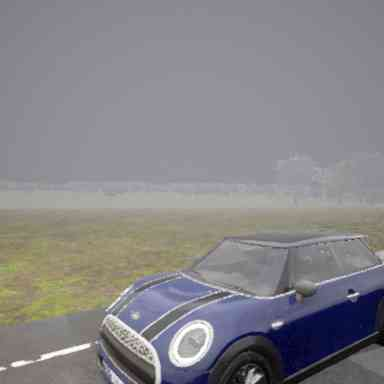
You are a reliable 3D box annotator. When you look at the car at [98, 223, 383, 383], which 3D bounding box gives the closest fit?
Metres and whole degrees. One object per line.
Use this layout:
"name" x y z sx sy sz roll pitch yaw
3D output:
"car" 1.054 1.391 4.770 4.553 1.767 2.097 1 0 -36
